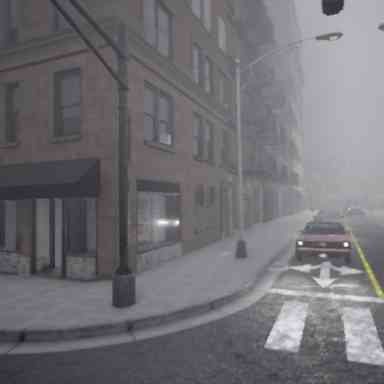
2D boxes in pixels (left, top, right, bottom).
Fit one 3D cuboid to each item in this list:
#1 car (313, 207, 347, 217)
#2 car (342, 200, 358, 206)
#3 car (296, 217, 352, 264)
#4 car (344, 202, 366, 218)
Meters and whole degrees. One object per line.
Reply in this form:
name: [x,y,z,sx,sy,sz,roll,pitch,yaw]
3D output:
car: [9.334,1.987,22.706,1.812,1.442,4.674,-2,-2,24]
car: [23.394,2.174,48.886,2.150,2.045,5.566,-2,-2,23]
car: [5.279,1.875,13.255,1.895,1.301,4.718,-2,-2,23]
car: [19.521,2.283,39.720,1.812,1.442,4.674,-2,-2,23]
